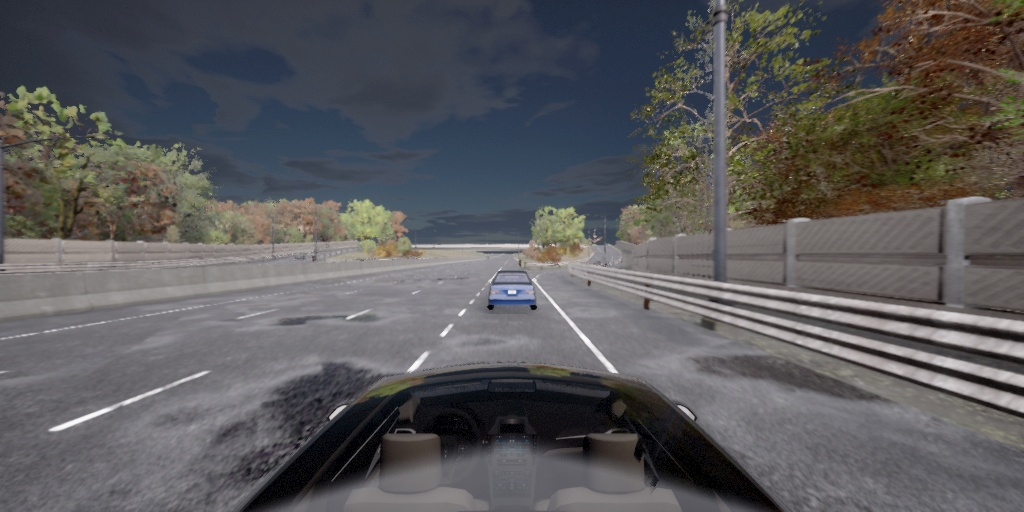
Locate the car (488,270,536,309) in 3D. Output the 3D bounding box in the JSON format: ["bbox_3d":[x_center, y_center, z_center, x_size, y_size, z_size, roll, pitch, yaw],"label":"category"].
[{"bbox_3d":[0.003,1.289,14.881,2.033,1.411,5.357,0,0,0],"label":"car"}]
